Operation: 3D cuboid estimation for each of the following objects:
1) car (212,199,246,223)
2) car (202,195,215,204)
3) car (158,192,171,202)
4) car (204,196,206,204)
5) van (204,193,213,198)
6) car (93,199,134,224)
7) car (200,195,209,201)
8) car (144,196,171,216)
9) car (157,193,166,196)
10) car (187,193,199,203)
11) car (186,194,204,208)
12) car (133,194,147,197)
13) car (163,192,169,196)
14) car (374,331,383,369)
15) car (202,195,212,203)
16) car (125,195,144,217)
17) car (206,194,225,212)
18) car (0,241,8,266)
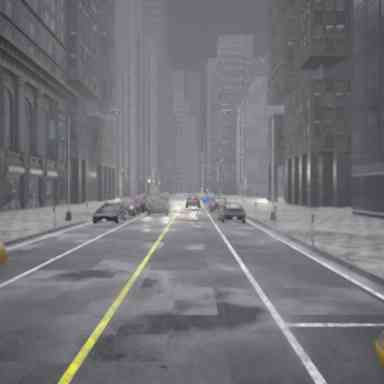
[{"bbox_3d":[2.789,1.433,23.832,2.008,1.369,4.403,0,0,0],"label":"car"},{"bbox_3d":[2.827,1.273,57.486,1.887,1.381,4.507,0,0,0],"label":"car"},{"bbox_3d":[-5.686,1.002,68.710,2.192,1.841,5.009,0,0,0],"label":"car"},{"bbox_3d":[2.808,1.383,40.659,1.802,1.307,4.206,0,0,0],"label":"car"},{"bbox_3d":[2.820,1.093,51.877,1.690,1.788,3.998,0,0,0],"label":"van"},{"bbox_3d":[-5.736,1.447,23.836,1.947,1.339,4.313,0,0,0],"label":"car"},{"bbox_3d":[2.846,1.250,74.313,1.802,1.307,4.206,0,0,0],"label":"car"},{"bbox_3d":[-2.966,1.372,30.829,1.837,1.490,4.892,0,0,0],"label":"car"},{"bbox_3d":[-5.705,1.302,51.883,2.008,1.369,4.403,0,0,0],"label":"car"},{"bbox_3d":[0.169,1.066,61.337,2.097,1.767,4.553,0,0,0],"label":"car"},{"bbox_3d":[0.151,1.275,44.688,2.128,1.511,4.902,0,0,0],"label":"car"},{"bbox_3d":[-5.723,1.143,35.054,2.192,1.841,5.009,0,0,0],"label":"car"},{"bbox_3d":[-5.692,1.022,63.101,2.192,1.841,5.009,0,0,0],"label":"car"},{"bbox_3d":[2.764,1.516,1.567,1.752,1.417,4.829,0,0,0],"label":"car"},{"bbox_3d":[2.833,1.232,63.265,1.752,1.417,4.829,0,0,0],"label":"car"},{"bbox_3d":[-5.730,1.295,29.446,1.967,1.590,4.097,0,0,0],"label":"car"},{"bbox_3d":[2.802,1.268,35.050,1.967,1.590,4.097,0,0,0],"label":"car"},{"bbox_3d":[-5.756,1.489,6.838,1.752,1.417,4.829,0,0,0],"label":"car"}]
